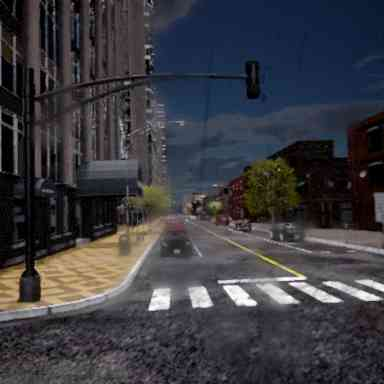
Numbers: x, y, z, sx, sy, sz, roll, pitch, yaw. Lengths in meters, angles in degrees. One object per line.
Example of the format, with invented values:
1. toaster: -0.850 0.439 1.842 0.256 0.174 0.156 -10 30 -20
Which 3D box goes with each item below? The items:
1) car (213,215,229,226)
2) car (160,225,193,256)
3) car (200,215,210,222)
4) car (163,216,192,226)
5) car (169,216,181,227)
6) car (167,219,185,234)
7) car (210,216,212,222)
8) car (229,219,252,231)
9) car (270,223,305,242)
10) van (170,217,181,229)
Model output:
1. car: 5.417 5.018 59.050 2.192 1.841 5.009 -2 -4 -3
2. car: -0.939 2.955 19.960 1.947 1.339 4.313 -2 -4 -3
3. car: 3.899 6.835 86.622 2.192 1.841 5.009 -2 -4 -3
4. car: -1.490 3.384 30.281 2.192 1.841 5.009 -2 -4 -3
5. car: -3.250 5.610 64.099 2.192 1.841 5.009 -2 -4 -3
6. car: -2.002 4.234 41.307 1.967 1.590 4.097 -2 -4 -3
7. car: 5.114 5.602 64.721 1.752 1.417 4.829 -2 -4 -3
8. car: 6.391 4.114 41.761 2.008 1.369 4.403 -2 -4 -3
9. car: 7.379 3.068 25.958 2.008 1.369 4.403 -2 -4 -3
10. van: -2.642 4.910 53.068 1.690 1.788 3.998 -2 -4 -3
